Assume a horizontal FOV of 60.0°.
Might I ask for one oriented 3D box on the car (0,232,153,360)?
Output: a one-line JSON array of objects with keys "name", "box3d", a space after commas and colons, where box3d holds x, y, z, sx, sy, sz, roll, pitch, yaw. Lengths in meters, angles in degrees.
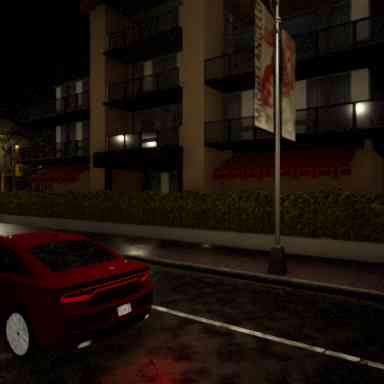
[{"name": "car", "box3d": [-2.972, 1.476, 6.016, 5.008, 1.535, 1.882, 0, 0, 35]}]
